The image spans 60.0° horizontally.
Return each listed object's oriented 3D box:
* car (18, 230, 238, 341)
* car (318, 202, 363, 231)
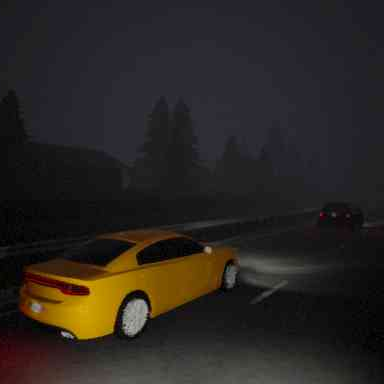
[{"bbox_3d":[-0.810,1.512,6.809,1.882,1.535,5.008,0,0,35],"label":"car"},{"bbox_3d":[9.880,1.462,21.971,2.097,1.767,4.553,0,0,35],"label":"car"}]
